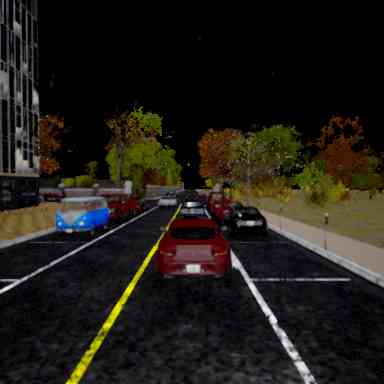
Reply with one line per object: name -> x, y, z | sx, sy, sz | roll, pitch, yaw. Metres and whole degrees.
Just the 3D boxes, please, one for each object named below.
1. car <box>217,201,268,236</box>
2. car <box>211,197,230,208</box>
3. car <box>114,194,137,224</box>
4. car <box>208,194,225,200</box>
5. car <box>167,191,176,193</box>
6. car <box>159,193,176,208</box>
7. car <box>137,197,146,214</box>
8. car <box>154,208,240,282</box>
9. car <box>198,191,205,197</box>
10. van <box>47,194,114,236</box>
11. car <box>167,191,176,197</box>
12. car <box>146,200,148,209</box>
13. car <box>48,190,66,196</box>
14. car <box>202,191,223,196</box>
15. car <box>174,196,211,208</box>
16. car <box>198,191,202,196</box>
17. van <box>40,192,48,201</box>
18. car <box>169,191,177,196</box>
car -> 2.545, 1.359, 16.556 | 1.947, 1.339, 4.313 | -1, 1, 0
car -> 2.542, 1.271, 22.096 | 1.887, 1.381, 4.507 | -1, 1, 0
car -> -5.341, 1.042, 22.053 | 2.192, 1.841, 5.009 | -1, 1, 0
car -> 2.553, 1.189, 28.855 | 1.887, 1.381, 4.507 | -1, 1, 0
car -> -5.377, 0.570, 82.435 | 1.947, 1.339, 4.313 | -1, 1, 0
car -> -2.835, 1.122, 39.166 | 1.895, 1.301, 4.718 | 0, 1, 0
car -> -5.342, 1.205, 27.604 | 1.887, 1.381, 4.507 | -1, 1, 0
car -> 0.047, 1.409, 9.267 | 1.812, 1.442, 4.674 | 0, 1, 0
car -> 2.502, 0.480, 88.123 | 1.887, 1.381, 4.507 | -1, 1, 0
van -> -5.338, 1.135, 16.507 | 1.690, 1.788, 3.998 | -1, 1, 0
car -> -5.378, 0.502, 88.121 | 1.947, 1.339, 4.313 | -1, 1, 0
car -> -5.417, 1.160, 33.147 | 1.947, 1.339, 4.313 | -1, 1, 0
car -> -25.712, 0.566, 61.390 | 5.009, 1.841, 2.192 | 0, 2, -1
car -> 2.659, 0.856, 37.489 | 2.192, 1.841, 5.009 | -1, 1, 0
car -> 0.033, 1.255, 23.674 | 2.033, 1.411, 5.357 | 0, 1, 1
car -> 2.561, 0.479, 79.422 | 1.967, 1.590, 4.097 | -1, 1, 0
van -> -25.856, 0.795, 53.220 | 3.998, 1.788, 1.690 | 0, 2, -1
car -> -5.381, 0.434, 93.810 | 1.947, 1.339, 4.313 | -1, 1, 0
